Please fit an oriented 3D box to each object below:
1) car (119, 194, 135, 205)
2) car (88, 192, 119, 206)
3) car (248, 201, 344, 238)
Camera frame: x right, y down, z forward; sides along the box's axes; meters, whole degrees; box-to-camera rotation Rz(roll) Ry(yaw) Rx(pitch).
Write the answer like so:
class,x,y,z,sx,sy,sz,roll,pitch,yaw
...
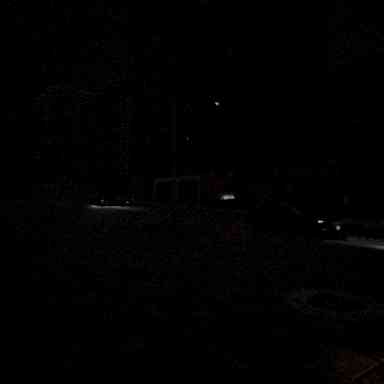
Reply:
class,x,y,z,sx,sy,sz,roll,pitch,yaw
car,-8.906,0.913,41.022,1.895,1.301,4.718,0,0,-35
car,-10.490,0.823,38.200,1.837,1.490,4.892,0,0,-35
car,4.917,1.238,16.384,2.128,1.511,4.902,0,1,-35
